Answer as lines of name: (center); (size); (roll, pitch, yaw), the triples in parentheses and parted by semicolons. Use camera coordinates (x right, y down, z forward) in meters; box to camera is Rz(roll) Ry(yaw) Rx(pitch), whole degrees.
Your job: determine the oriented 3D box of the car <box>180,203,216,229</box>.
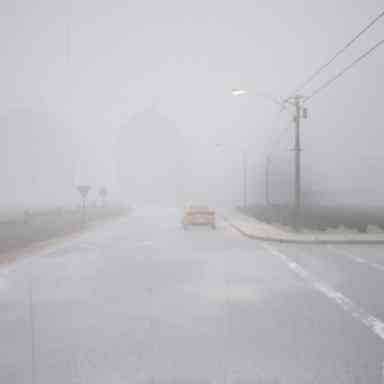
car: (0.316, 1.431, 21.364); (1.882, 1.535, 5.008); (0, 0, -5)
